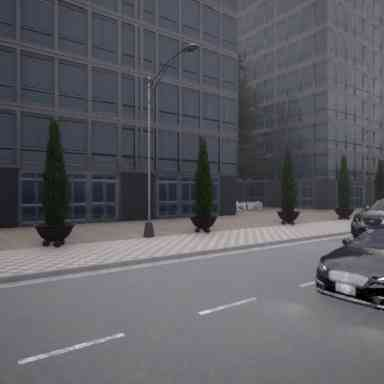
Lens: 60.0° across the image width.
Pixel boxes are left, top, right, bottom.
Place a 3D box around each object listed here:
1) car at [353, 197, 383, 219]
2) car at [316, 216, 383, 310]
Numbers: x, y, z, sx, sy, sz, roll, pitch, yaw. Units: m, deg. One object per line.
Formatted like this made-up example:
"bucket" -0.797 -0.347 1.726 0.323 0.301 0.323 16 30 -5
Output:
"car" 9.612 1.221 15.332 5.566 2.045 2.150 0 0 -36
"car" 4.759 1.492 7.476 4.902 1.511 2.128 0 0 -36
